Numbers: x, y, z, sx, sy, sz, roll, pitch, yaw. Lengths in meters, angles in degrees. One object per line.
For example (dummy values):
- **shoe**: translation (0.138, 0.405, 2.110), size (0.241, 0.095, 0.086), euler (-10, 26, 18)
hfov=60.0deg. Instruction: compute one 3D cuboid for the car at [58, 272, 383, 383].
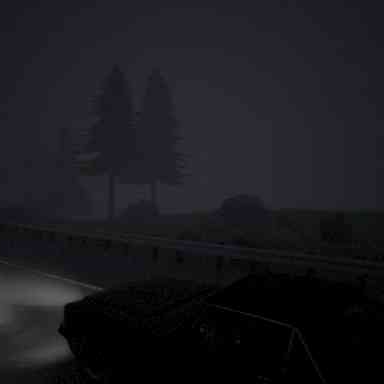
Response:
- **car**: translation (0.651, 1.599, 3.575), size (4.718, 1.301, 1.895), euler (0, 0, 36)
